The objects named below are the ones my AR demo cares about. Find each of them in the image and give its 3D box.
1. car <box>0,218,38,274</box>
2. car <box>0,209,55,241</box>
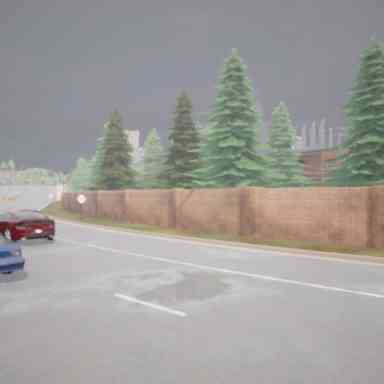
[{"bbox_3d":[-6.745,1.621,9.773,5.357,1.411,2.033,0,-1,43],"label":"car"},{"bbox_3d":[-8.512,1.598,16.502,1.882,1.535,5.008,0,0,-44],"label":"car"}]
